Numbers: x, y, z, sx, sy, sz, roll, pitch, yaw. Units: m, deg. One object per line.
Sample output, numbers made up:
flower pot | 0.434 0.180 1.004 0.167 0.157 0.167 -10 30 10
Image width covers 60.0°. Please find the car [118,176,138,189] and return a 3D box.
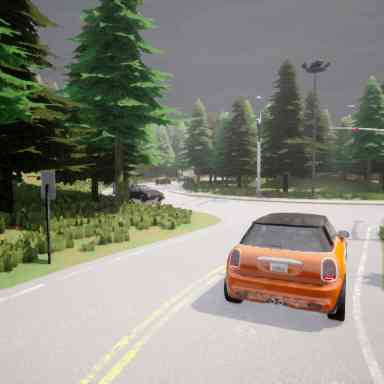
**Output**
car | -9.499 -1.433 49.981 2.097 1.767 4.553 0 4 0

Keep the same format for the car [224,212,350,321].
car | 2.359 1.241 7.539 2.097 1.767 4.553 2 2 25

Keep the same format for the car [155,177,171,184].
car | -5.176 -2.040 60.228 1.882 1.535 5.008 0 4 10

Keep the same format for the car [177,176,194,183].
car | -1.304 -2.677 69.817 1.812 1.442 4.674 3 5 35

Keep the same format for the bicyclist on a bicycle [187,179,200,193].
bicyclist on a bicycle | 0.157 -0.642 37.300 1.656 1.620 0.582 -3 5 -28

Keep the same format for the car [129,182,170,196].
car | -4.523 0.079 30.795 2.033 1.411 5.357 -3 5 -35
